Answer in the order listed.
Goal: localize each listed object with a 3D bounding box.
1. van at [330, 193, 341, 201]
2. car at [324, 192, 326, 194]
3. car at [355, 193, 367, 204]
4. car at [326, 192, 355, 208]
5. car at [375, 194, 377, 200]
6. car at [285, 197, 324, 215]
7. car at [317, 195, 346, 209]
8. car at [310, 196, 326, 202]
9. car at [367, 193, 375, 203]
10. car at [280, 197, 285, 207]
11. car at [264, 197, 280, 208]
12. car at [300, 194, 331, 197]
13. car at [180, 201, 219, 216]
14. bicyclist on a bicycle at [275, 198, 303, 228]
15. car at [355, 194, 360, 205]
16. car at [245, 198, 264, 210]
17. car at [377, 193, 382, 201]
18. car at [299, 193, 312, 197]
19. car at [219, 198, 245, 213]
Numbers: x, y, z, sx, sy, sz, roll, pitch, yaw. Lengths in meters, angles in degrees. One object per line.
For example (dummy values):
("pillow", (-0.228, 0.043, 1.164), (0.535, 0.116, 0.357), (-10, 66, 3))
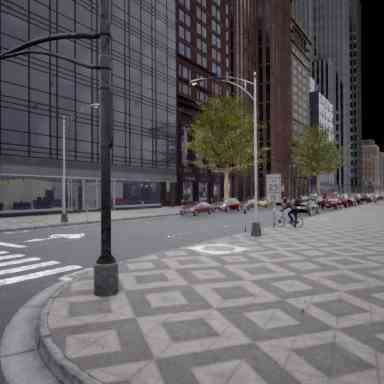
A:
("van", (35.701, 1.186, 82.771), (1.690, 1.788, 3.998), (-1, 0, 35))
("car", (22.260, 1.052, 52.739), (2.150, 2.045, 5.566), (-1, 0, 35))
("car", (26.732, 1.118, 54.702), (2.192, 1.841, 5.009), (0, 0, 35))
("car", (20.337, 1.137, 45.413), (2.192, 1.841, 5.009), (0, 0, 35))
("car", (36.421, 1.302, 68.776), (1.752, 1.417, 4.829), (-1, 0, 35))
("car", (10.747, 1.424, 31.478), (1.947, 1.339, 4.313), (0, 0, 35))
("car", (17.141, 1.377, 40.768), (1.887, 1.381, 4.507), (0, 0, 35))
("car", (26.112, 1.418, 68.834), (1.947, 1.339, 4.313), (0, 0, 35))
("car", (33.127, 1.099, 63.993), (2.192, 1.841, 5.009), (0, 0, 35))
("car", (13.320, 1.456, 50.252), (1.947, 1.339, 4.313), (0, 0, 35))
("car", (10.026, 1.426, 45.466), (1.752, 1.417, 4.829), (0, 0, 35))
("car", (16.572, 1.339, 44.474), (2.128, 1.511, 4.902), (-1, 0, 35))
("car", (0.531, 1.525, 31.670), (1.802, 1.307, 4.206), (0, 0, 35))
("bicyclist on a bicycle", (5.315, 1.177, 18.363), (1.656, 1.620, 0.582), (-1, 0, 35))
("car", (23.535, 1.378, 50.057), (1.947, 1.339, 4.313), (0, 0, 35))
("car", (6.926, 1.495, 40.961), (1.802, 1.307, 4.206), (0, 0, 35))
("car", (42.718, 1.359, 77.925), (1.802, 1.307, 4.206), (-1, 0, 35))
("car", (19.715, 1.416, 59.543), (1.887, 1.381, 4.507), (0, 0, 35))
("car", (3.727, 1.367, 36.315), (1.967, 1.590, 4.097), (0, 0, 35))
